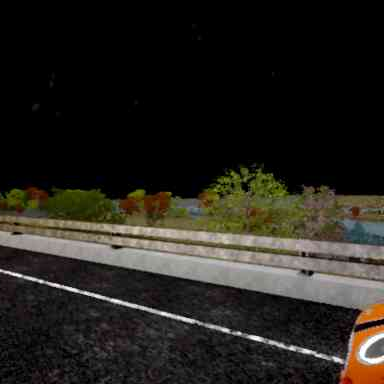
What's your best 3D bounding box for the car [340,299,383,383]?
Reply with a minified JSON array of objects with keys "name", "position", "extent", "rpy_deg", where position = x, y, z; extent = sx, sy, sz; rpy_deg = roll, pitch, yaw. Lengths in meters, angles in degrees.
[{"name":"car","position":[3.652,1.391,2.558],"extent":[4.553,1.767,2.097],"rpy_deg":[0,0,34]}]
